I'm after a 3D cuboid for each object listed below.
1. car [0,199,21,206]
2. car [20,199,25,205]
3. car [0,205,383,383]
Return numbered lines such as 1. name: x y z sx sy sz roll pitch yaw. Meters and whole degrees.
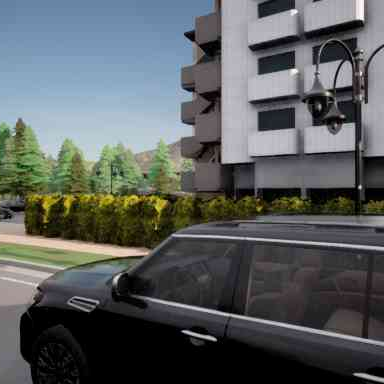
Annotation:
1. car: -15.633 1.491 24.233 2.128 1.511 4.902 0 0 34
2. car: -18.242 1.491 33.496 2.128 1.511 4.902 0 0 33
3. car: 0.714 1.221 3.158 5.566 2.045 2.150 0 0 34
